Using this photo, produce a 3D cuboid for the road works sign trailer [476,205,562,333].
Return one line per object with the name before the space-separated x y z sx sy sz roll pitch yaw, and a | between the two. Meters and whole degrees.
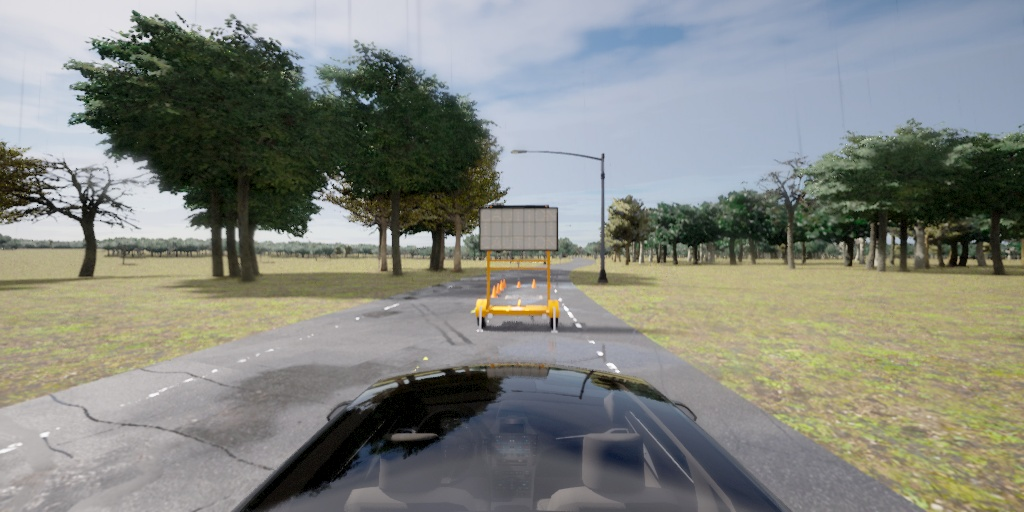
road works sign trailer | 0.202 0.258 10.975 2.380 3.560 2.880 0 0 3
